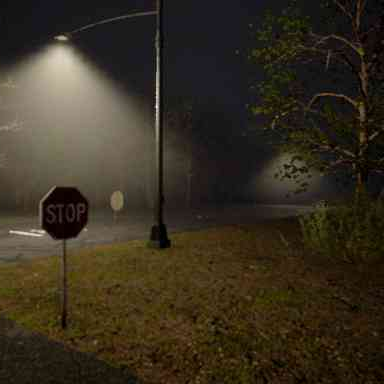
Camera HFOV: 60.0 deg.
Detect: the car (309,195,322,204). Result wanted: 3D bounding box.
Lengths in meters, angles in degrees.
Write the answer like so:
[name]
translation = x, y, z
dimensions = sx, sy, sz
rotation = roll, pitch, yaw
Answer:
[car]
translation = 29.013, 1.657, 77.213
dimensions = 2.150, 2.045, 5.566
rotation = 0, 0, 36
